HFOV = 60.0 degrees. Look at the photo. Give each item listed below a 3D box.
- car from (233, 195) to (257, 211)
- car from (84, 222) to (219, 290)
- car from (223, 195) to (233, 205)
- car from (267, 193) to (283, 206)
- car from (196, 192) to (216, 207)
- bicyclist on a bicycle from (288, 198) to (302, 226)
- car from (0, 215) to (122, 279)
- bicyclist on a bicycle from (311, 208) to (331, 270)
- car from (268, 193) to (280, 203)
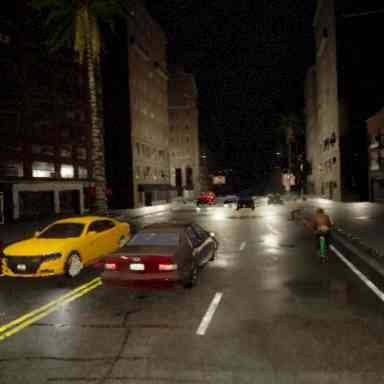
[{"bbox_3d":[5.909,1.216,36.429,1.812,1.442,4.674,-2,0,13],"label":"car"},{"bbox_3d":[-0.531,1.532,9.177,2.033,1.411,5.357,-2,0,13],"label":"car"},{"bbox_3d":[6.135,1.214,52.178,2.033,1.411,5.357,-2,0,14],"label":"car"},{"bbox_3d":[11.030,1.061,44.142,1.994,1.385,4.181,-2,0,14],"label":"car"},{"bbox_3d":[2.104,1.035,49.356,2.150,2.045,5.566,-2,0,14],"label":"car"},{"bbox_3d":[6.130,1.146,19.718,0.866,1.612,1.509,-2,0,13],"label":"bicyclist on a bicycle"},{"bbox_3d":[-3.705,1.575,10.751,1.882,1.535,5.008,-2,0,13],"label":"car"},{"bbox_3d":[3.670,1.282,9.399,0.582,1.620,1.656,-2,0,13],"label":"bicyclist on a bicycle"},{"bbox_3d":[13.269,0.911,53.882,1.837,1.490,4.892,-2,0,13],"label":"car"}]
